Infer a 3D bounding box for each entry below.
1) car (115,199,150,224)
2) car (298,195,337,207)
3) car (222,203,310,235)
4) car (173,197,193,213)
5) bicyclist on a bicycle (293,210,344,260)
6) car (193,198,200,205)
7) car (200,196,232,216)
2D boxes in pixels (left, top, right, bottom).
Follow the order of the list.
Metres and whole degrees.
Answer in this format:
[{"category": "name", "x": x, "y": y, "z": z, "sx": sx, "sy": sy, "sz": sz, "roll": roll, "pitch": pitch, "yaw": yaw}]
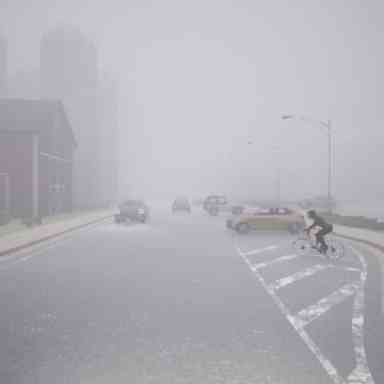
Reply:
[{"category": "car", "x": -4.364, "y": 1.338, "z": 24.814, "sx": 2.097, "sy": 1.767, "sz": 4.553, "roll": 0, "pitch": 0, "yaw": -2}, {"category": "car", "x": 15.931, "y": 1.287, "z": 42.238, "sx": 4.605, "sy": 1.855, "sz": 1.932, "roll": 0, "pitch": 0, "yaw": -2}, {"category": "car", "x": 3.960, "y": 1.496, "z": 18.196, "sx": 4.193, "sy": 1.474, "sz": 1.816, "roll": 0, "pitch": 0, "yaw": -2}, {"category": "car", "x": -1.164, "y": 1.582, "z": 36.421, "sx": 1.895, "sy": 1.301, "sz": 4.718, "roll": 0, "pitch": 0, "yaw": -2}, {"category": "bicyclist on a bicycle", "x": 4.192, "y": 1.437, "z": 11.105, "sx": 1.656, "sy": 1.620, "sz": 0.582, "roll": -1, "pitch": 0, "yaw": 32}, {"category": "car", "x": 2.263, "y": 1.451, "z": 55.851, "sx": 4.611, "sy": 1.667, "sz": 2.242, "roll": 0, "pitch": 0, "yaw": -2}, {"category": "car", "x": 2.988, "y": 1.296, "z": 31.655, "sx": 3.866, "sy": 1.878, "sz": 1.905, "roll": 0, "pitch": 0, "yaw": -2}]
